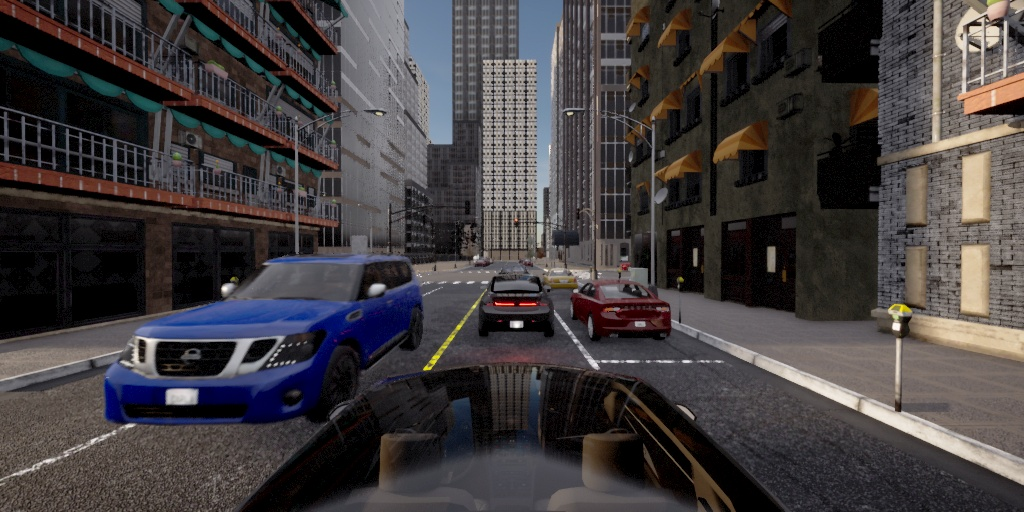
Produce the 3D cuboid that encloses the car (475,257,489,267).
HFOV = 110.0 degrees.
[{"bbox_3d":[-5.631,1.291,64.330,1.888,1.381,4.507,0,0,0],"label":"car"}]

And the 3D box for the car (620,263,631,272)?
[{"bbox_3d":[14.299,1.005,39.926,4.507,1.381,1.888,0,0,0],"label":"car"}]

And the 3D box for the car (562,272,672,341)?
[{"bbox_3d":[2.697,1.294,9.748,1.888,1.381,4.507,0,0,0],"label":"car"}]

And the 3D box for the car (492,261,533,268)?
[{"bbox_3d":[0.116,1.239,20.433,2.128,1.511,4.902,0,0,0],"label":"car"}]

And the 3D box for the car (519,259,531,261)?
[{"bbox_3d":[2.749,1.186,64.321,1.967,1.591,4.097,0,0,0],"label":"car"}]

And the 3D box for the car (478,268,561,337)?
[{"bbox_3d":[0.108,1.253,10.299,1.837,1.490,4.892,0,0,0],"label":"car"}]

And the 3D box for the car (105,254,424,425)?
[{"bbox_3d":[-3.092,0.971,6.129,2.150,2.045,5.566,0,0,0],"label":"car"}]

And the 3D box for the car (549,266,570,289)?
[{"bbox_3d":[2.707,1.272,20.965,1.751,1.417,4.829,0,0,0],"label":"car"}]
